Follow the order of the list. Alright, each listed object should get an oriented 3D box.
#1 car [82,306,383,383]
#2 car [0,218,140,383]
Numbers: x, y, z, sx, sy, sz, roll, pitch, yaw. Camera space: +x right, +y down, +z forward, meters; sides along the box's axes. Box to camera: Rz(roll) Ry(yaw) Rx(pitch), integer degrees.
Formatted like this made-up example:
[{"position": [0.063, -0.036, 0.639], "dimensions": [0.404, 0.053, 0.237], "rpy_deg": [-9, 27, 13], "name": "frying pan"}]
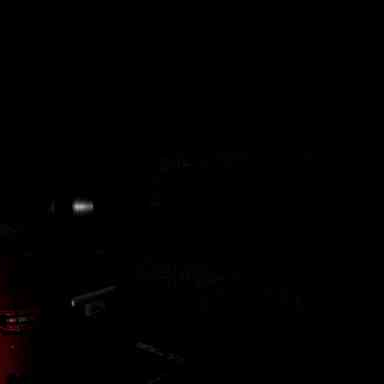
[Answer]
[{"position": [1.515, 1.582, 1.724], "dimensions": [4.206, 1.307, 1.802], "rpy_deg": [0, 0, 36], "name": "car"}, {"position": [-2.970, 1.315, 4.939], "dimensions": [5.009, 1.841, 2.192], "rpy_deg": [0, 0, 36], "name": "car"}]
